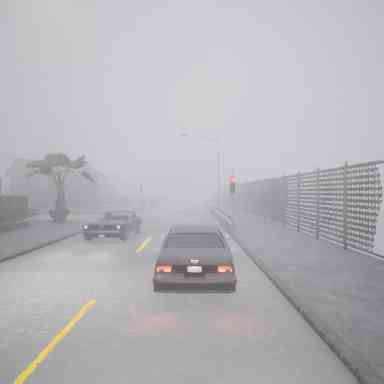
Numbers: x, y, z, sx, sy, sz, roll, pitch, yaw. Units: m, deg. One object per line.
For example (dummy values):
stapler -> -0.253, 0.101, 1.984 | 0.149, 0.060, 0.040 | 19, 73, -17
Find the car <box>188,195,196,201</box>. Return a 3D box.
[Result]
car -> 0.088, 1.552, 86.622 | 1.994, 1.385, 4.181 | 0, 0, 0

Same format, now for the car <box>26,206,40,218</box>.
car -> -15.358, 1.505, 27.902 | 4.892, 1.490, 1.837 | 0, 0, 0

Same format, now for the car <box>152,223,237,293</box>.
car -> 0.072, 1.547, 8.972 | 2.033, 1.411, 5.357 | 0, 0, 1

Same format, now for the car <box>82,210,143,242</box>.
car -> -3.791, 1.601, 16.580 | 1.895, 1.301, 4.718 | 0, 0, 3
